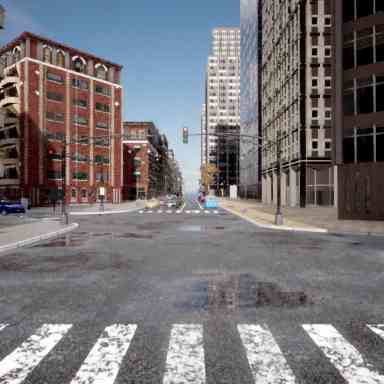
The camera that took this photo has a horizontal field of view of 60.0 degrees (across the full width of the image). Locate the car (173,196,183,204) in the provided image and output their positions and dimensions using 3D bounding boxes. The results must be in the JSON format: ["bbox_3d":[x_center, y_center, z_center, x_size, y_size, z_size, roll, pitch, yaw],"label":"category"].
[{"bbox_3d":[-2.775,1.621,66.420,1.812,1.442,4.674,0,0,1],"label":"car"}]

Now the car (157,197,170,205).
[{"bbox_3d":[-5.313,1.650,62.434,1.947,1.339,4.313,0,0,0],"label":"car"}]

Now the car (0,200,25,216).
[{"bbox_3d":[-19.753,1.655,35.498,5.008,1.535,1.882,0,0,35],"label":"car"}]

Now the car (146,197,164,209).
[{"bbox_3d":[-5.312,1.570,45.606,1.752,1.417,4.829,0,0,0],"label":"car"}]

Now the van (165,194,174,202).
[{"bbox_3d":[-5.312,1.474,79.090,1.690,1.788,3.998,0,0,0],"label":"van"}]

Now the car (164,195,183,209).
[{"bbox_3d":[-2.813,1.537,45.966,2.128,1.511,4.902,0,0,2],"label":"car"}]

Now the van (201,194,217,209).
[{"bbox_3d":[2.569,1.386,45.776,1.690,1.788,3.998,0,0,0],"label":"van"}]

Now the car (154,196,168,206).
[{"bbox_3d":[-5.312,1.510,56.882,1.967,1.590,4.097,0,0,0],"label":"car"}]

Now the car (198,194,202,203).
[{"bbox_3d":[2.567,1.644,67.985,1.887,1.381,4.507,0,0,0],"label":"car"}]
